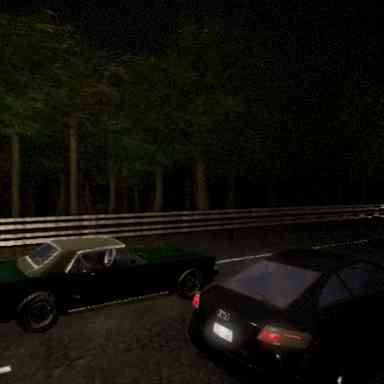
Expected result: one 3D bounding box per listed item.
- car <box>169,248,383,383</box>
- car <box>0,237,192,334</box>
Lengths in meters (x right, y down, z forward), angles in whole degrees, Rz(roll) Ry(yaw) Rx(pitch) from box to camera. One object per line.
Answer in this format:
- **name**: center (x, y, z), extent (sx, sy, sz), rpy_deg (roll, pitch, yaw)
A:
- **car**: center (2.012, 1.558, 4.893), extent (4.181, 1.385, 1.994), rpy_deg (0, 0, -34)
- **car**: center (-1.763, 1.587, 6.742), extent (4.718, 1.301, 1.895), rpy_deg (0, 0, -34)
